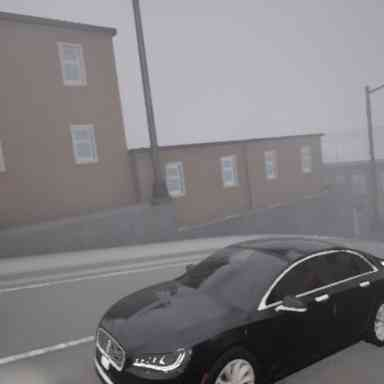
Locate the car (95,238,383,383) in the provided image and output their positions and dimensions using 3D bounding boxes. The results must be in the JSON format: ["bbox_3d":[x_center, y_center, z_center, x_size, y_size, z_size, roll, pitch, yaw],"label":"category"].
[{"bbox_3d":[1.123,1.489,4.761,4.892,1.490,1.837,0,0,-34],"label":"car"}]
